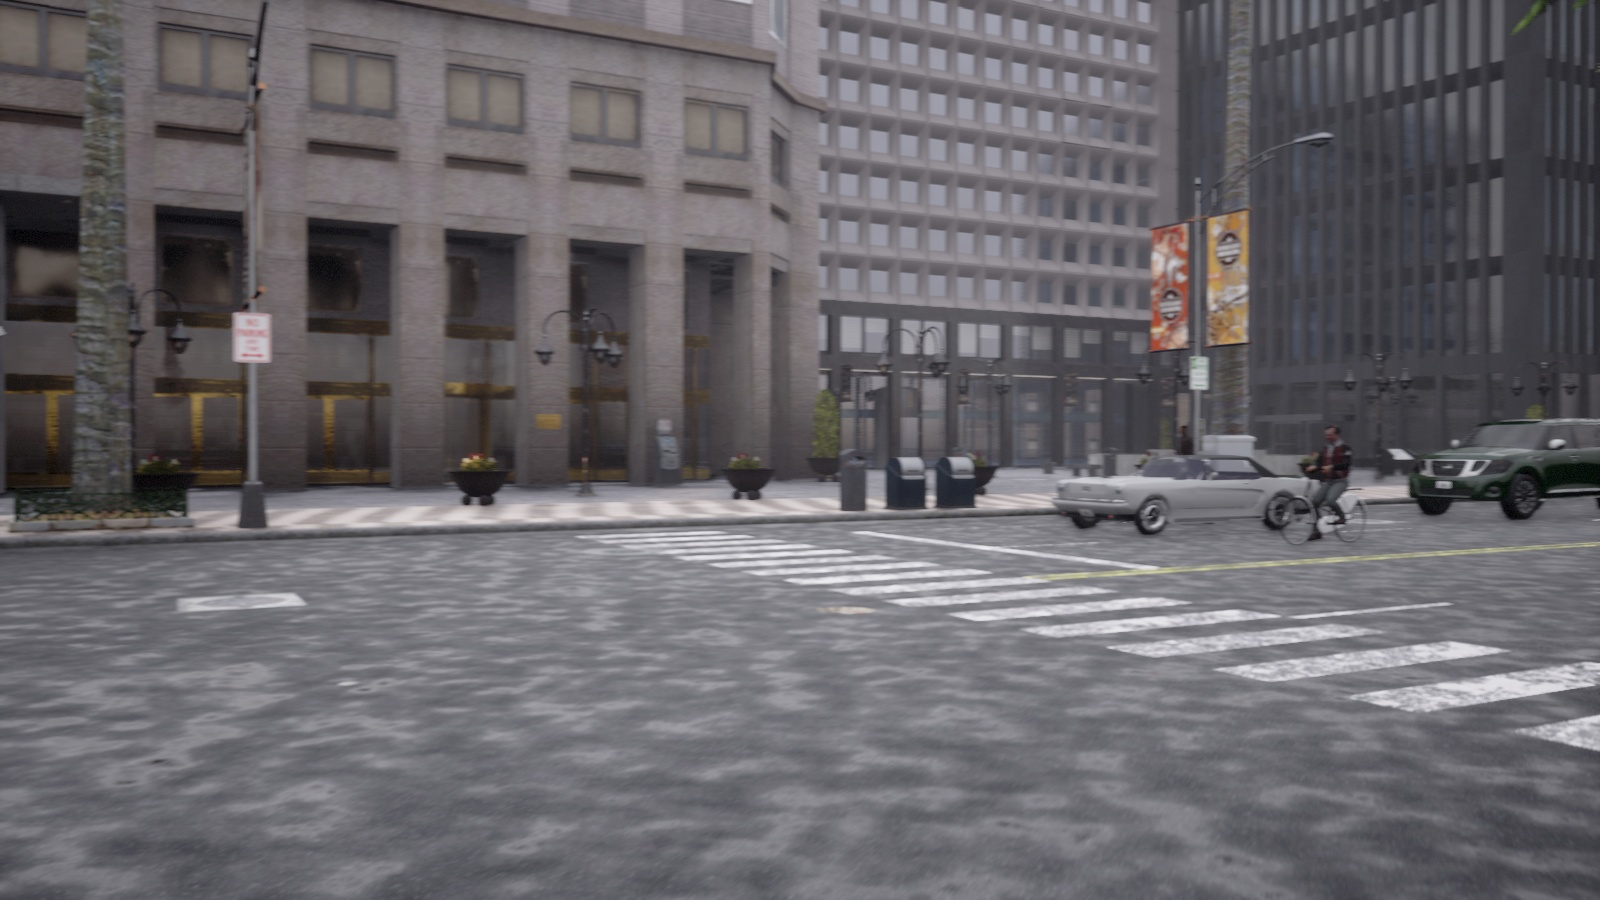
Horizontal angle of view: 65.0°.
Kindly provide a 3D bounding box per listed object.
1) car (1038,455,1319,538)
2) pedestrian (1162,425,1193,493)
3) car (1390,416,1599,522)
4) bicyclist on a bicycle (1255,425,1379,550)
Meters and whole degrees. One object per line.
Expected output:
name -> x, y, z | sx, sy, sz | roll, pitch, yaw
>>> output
car -> 6.641, 0.743, 21.926 | 4.718, 1.301, 1.895 | 0, 0, -28
pedestrian -> 10.289, 0.240, 34.229 | 0.703, 1.840, 0.431 | 0, 0, -29
car -> 15.249, 0.364, 26.538 | 5.566, 2.045, 2.150 | 0, 0, -29
bicyclist on a bicycle -> 7.620, 0.536, 18.497 | 1.843, 1.776, 0.659 | 0, 0, -28
